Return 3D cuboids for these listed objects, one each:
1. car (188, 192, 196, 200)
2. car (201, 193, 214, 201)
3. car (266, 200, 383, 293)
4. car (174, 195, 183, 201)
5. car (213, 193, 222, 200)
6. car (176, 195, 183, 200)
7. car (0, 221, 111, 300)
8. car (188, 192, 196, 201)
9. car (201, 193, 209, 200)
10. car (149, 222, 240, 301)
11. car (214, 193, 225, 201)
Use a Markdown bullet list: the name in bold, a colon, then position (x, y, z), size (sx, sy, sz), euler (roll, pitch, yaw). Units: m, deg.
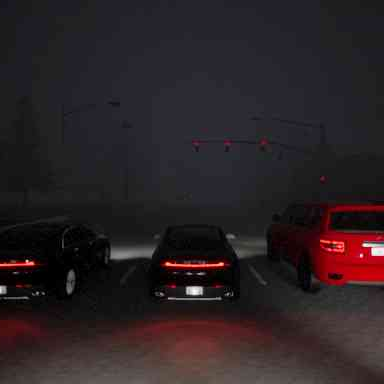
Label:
- **car**: position (0.034, 1.037, 91.877), size (2.150, 2.045, 5.566), euler (0, 0, 0)
- **car**: position (3.530, 1.329, 81.812), size (2.097, 1.767, 4.553), euler (0, 0, 0)
- **car**: position (3.569, 1.219, 8.970), size (2.150, 2.045, 5.566), euler (0, 0, 0)
- **car**: position (-3.470, 1.498, 81.845), size (1.812, 1.442, 4.674), euler (0, 0, 0)
- **car**: position (7.034, 1.167, 91.814), size (2.097, 1.767, 4.553), euler (0, 0, 0)
- **car**: position (-3.466, 1.407, 91.878), size (1.895, 1.301, 4.718), euler (0, 0, 0)
- **car**: position (-3.435, 1.503, 8.377), size (1.837, 1.490, 4.892), euler (0, 0, 0)
- **car**: position (0.030, 1.498, 81.427), size (2.128, 1.511, 4.902), euler (0, 0, 0)
- **car**: position (3.534, 1.167, 91.815), size (2.097, 1.767, 4.553), euler (0, 0, 0)
- **car**: position (0.065, 1.503, 8.323), size (1.837, 1.490, 4.892), euler (0, 0, 0)
- **car**: position (7.030, 1.473, 81.424), size (1.837, 1.490, 4.892), euler (0, 0, 0)
